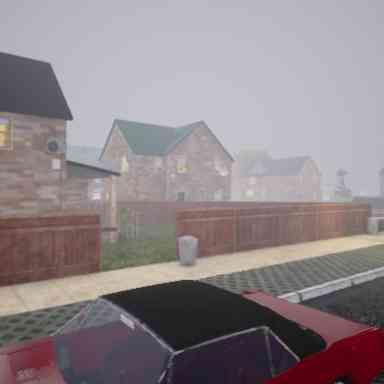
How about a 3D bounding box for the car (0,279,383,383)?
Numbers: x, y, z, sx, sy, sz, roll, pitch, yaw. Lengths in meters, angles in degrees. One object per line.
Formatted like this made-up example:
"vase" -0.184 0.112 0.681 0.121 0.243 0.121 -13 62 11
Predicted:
"car" -0.414 1.601 2.780 4.718 1.301 1.895 0 0 -36
